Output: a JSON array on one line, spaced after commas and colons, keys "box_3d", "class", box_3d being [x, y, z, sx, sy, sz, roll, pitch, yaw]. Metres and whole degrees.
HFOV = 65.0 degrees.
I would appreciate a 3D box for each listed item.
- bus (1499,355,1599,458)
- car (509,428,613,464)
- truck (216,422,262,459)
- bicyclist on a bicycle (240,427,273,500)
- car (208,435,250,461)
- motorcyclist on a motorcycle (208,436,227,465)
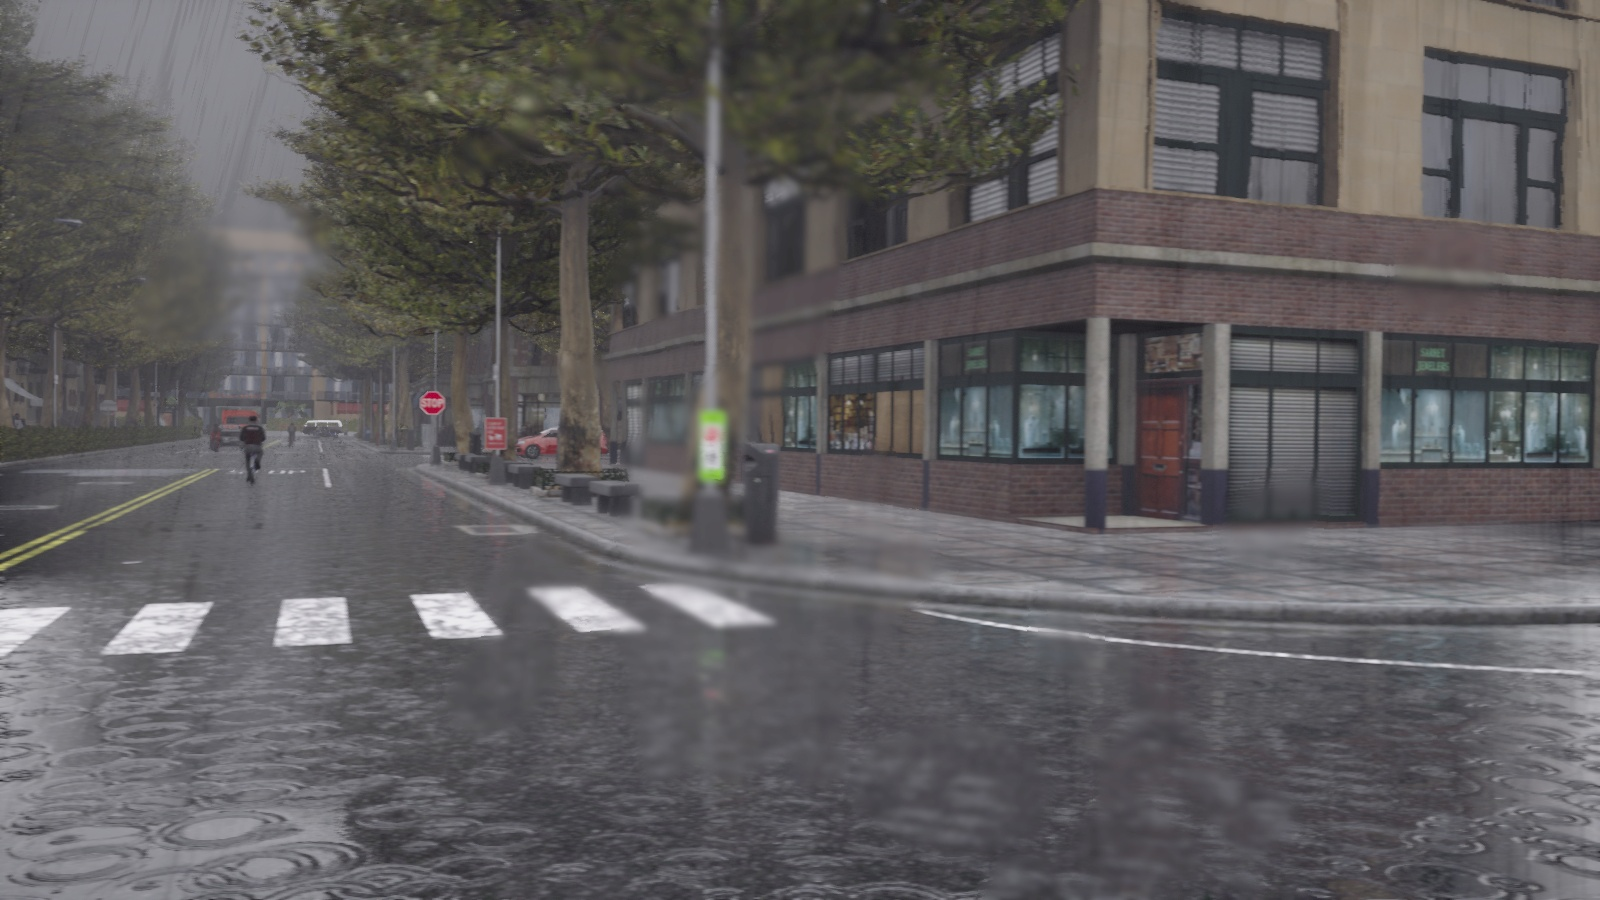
[{"box_3d": [35.080, -1.810, 52.335, 3.944, 4.253, 10.273, -1, 1, -21], "class": "bus"}, {"box_3d": [-11.664, -0.229, 61.331, 4.611, 1.667, 2.242, -1, 1, -22], "class": "car"}, {"box_3d": [-38.920, -0.687, 87.274, 2.627, 2.467, 5.204, -1, 1, -21], "class": "truck"}, {"box_3d": [-13.633, 0.303, 31.524, 0.659, 1.776, 1.843, -1, 1, -21], "class": "bicyclist on a bicycle"}, {"box_3d": [-34.794, -0.126, 76.610, 2.007, 1.525, 4.514, -1, 1, -21], "class": "car"}, {"box_3d": [-30.964, 0.030, 66.754, 0.797, 1.523, 2.044, -1, 0, -22], "class": "motorcyclist on a motorcycle"}]
